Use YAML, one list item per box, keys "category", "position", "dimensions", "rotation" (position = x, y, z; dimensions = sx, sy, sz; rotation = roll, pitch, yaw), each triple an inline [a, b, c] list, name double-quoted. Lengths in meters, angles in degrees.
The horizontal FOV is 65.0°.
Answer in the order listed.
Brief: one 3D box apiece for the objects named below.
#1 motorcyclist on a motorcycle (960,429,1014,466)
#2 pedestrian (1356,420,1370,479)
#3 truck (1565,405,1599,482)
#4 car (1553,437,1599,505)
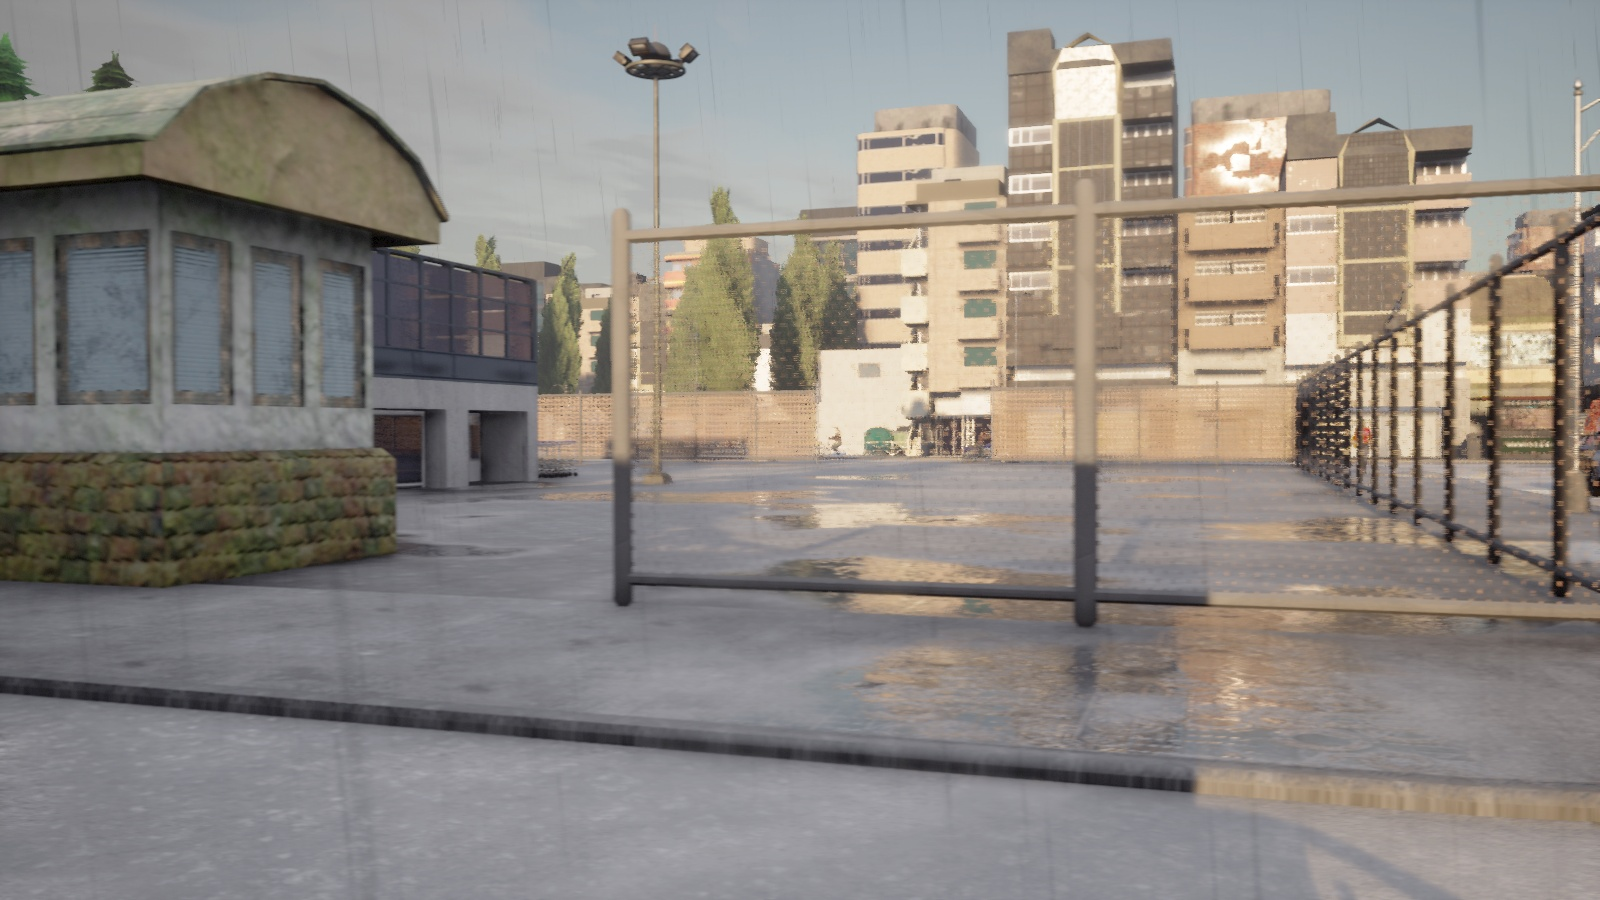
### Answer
- category: "motorcyclist on a motorcycle"
  position: [8.539, -0.111, 57.357]
  dimensions: [2.350, 1.649, 0.766]
  rotation: [1, 1, 19]
- category: "pedestrian"
  position: [17.747, -0.030, 39.572]
  dimensions: [0.331, 1.846, 0.636]
  rotation: [1, 1, 27]
- category: "truck"
  position: [27.255, -0.215, 41.137]
  dimensions: [2.627, 2.467, 5.204]
  rotation: [1, 1, 19]
- category: "car"
  position: [19.085, 0.443, 29.306]
  dimensions: [1.816, 1.474, 4.193]
  rotation: [1, 1, 20]
